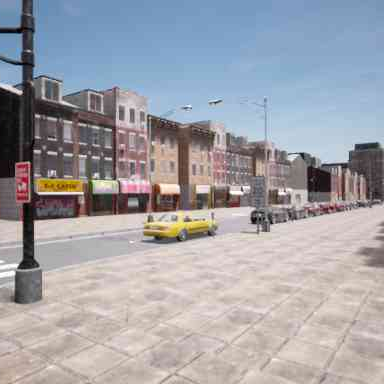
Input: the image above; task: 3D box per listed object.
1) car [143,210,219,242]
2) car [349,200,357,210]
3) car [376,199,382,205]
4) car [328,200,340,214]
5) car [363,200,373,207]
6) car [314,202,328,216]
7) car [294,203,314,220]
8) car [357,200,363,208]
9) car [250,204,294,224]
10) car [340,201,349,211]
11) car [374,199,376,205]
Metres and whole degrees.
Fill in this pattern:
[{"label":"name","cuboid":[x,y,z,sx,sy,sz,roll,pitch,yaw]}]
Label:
[{"label":"car","cuboid":[-0.375,1.607,16.884,1.752,1.417,4.829,-1,-1,35]},{"label":"car","cuboid":[22.332,1.961,48.850,2.008,1.369,4.403,-1,-1,35]},{"label":"car","cuboid":[45.135,2.469,80.952,2.008,1.369,4.403,-2,-2,35]},{"label":"car","cuboid":[15.816,1.843,39.677,1.887,1.381,4.507,-1,-1,35]},{"label":"car","cuboid":[32.106,2.155,62.609,2.008,1.369,4.403,-1,-2,35]},{"label":"car","cuboid":[12.558,1.830,35.090,1.802,1.307,4.206,-1,-1,35]},{"label":"car","cuboid":[9.301,1.752,30.505,2.008,1.369,4.403,-1,-1,35]},{"label":"car","cuboid":[25.589,2.022,53.436,2.008,1.369,4.403,-1,-1,35]},{"label":"car","cuboid":[6.043,1.724,25.918,1.947,1.339,4.313,-1,-1,35]},{"label":"car","cuboid":[19.073,1.792,44.266,1.967,1.590,4.097,-1,-1,35]},{"label":"car","cuboid":[35.362,2.220,67.195,1.887,1.381,4.507,-1,-2,35]}]
